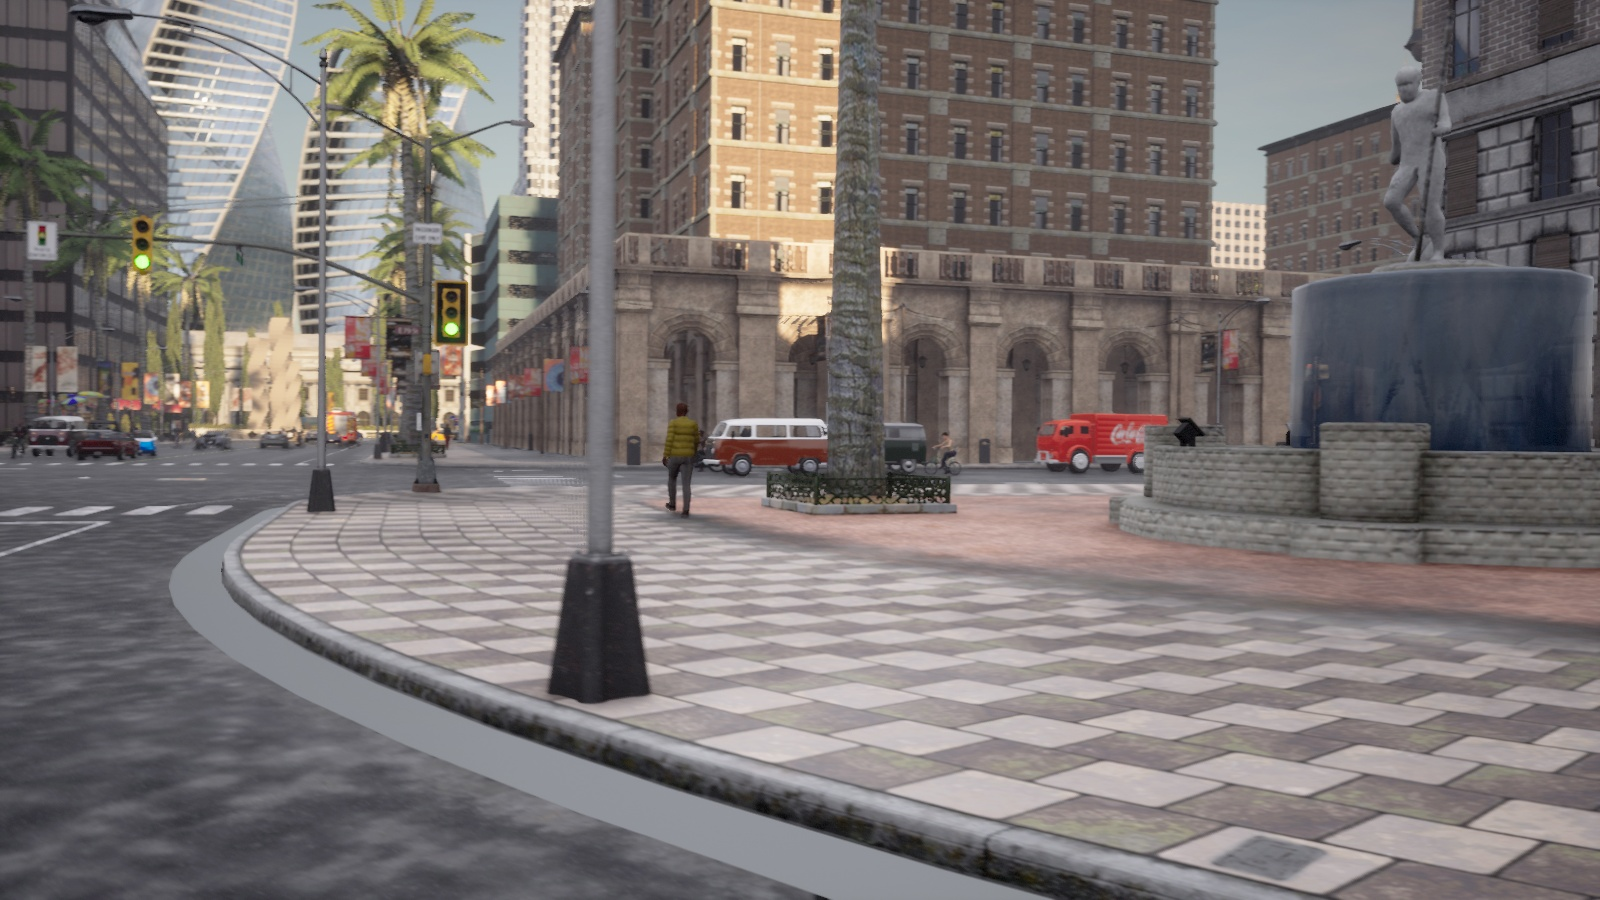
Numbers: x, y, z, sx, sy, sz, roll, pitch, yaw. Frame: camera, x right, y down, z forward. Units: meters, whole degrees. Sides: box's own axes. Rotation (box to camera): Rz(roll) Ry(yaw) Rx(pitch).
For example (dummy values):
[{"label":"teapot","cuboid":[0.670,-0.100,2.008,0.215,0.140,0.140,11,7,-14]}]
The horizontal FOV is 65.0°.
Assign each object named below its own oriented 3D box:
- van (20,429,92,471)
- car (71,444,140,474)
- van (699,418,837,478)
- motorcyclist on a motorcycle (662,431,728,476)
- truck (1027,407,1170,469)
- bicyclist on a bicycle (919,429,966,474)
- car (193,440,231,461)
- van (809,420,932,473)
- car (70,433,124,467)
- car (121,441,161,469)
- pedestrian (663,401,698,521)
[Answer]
[{"label":"van","cuboid":[-37.318,-0.025,63.107,2.069,2.038,4.480,-1,1,-17]},{"label":"car","cuboid":[-32.117,0.371,58.219,1.895,1.301,4.718,-1,1,-18]},{"label":"van","cuboid":[-1.140,-0.089,44.414,4.480,2.038,2.069,-1,1,-18]},{"label":"motorcyclist on a motorcycle","cuboid":[-3.933,0.127,47.105,2.350,1.649,0.766,-1,1,-18]},{"label":"truck","cuboid":[12.433,-0.511,52.387,5.204,2.467,2.627,-1,1,-18]},{"label":"bicyclist on a bicycle","cuboid":[5.279,0.045,46.455,1.509,1.612,0.866,-1,1,-18]},{"label":"car","cuboid":[-42.109,0.021,89.983,1.994,1.385,4.181,-1,1,-18]},{"label":"van","cuboid":[2.759,-0.153,49.285,4.442,1.987,1.775,-1,1,-17]},{"label":"car","cuboid":[-39.938,-0.033,71.449,1.905,1.878,3.866,-1,1,-17]},{"label":"car","cuboid":[-34.475,0.252,65.746,1.481,1.376,2.207,-1,1,-17]},{"label":"pedestrian","cuboid":[-1.872,0.159,19.642,0.370,1.835,0.726,-1,1,-18]}]
